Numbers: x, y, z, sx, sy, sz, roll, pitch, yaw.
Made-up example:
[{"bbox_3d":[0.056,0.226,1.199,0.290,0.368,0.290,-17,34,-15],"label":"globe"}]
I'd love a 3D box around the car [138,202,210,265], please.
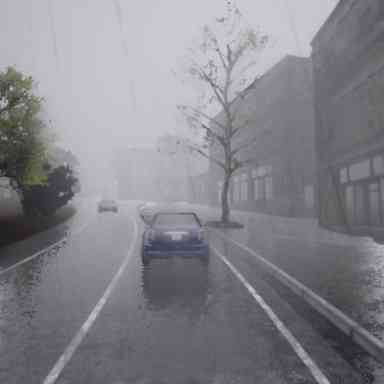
[{"bbox_3d":[-0.657,1.359,11.901,2.097,1.767,4.553,0,0,-5],"label":"car"}]

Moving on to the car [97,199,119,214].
[{"bbox_3d":[-8.812,1.472,34.871,1.837,1.490,4.892,2,0,-18],"label":"car"}]
